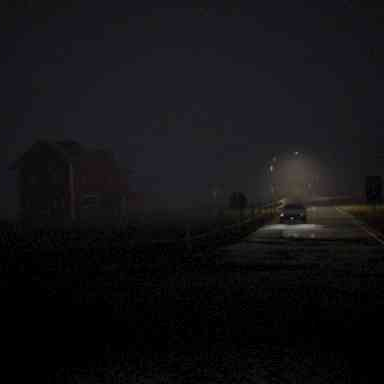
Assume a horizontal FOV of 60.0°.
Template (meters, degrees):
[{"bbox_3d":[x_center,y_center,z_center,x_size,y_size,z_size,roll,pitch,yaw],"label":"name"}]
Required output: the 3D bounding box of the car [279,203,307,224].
[{"bbox_3d":[7.773,1.553,25.420,1.812,1.442,4.674,-3,-1,20],"label":"car"}]
